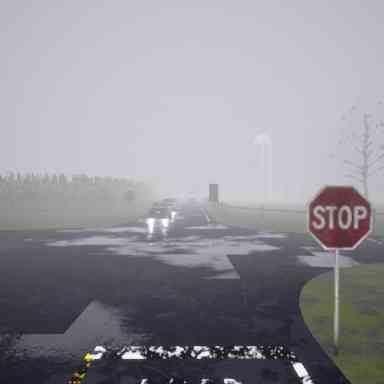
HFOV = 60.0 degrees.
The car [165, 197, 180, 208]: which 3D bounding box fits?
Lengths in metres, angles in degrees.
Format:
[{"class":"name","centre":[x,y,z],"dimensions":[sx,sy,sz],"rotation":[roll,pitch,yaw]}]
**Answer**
[{"class":"car","centre":[-2.905,1.572,50.961],"dimensions":[2.033,1.411,5.357],"rotation":[0,0,0]}]

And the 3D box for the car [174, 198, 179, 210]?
[{"class":"car","centre":[-2.906,1.539,40.462],"dimensions":[1.812,1.442,4.674],"rotation":[0,0,0]}]

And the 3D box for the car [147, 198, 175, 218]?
[{"class":"car","centre":[-2.884,1.570,30.493],"dimensions":[1.994,1.385,4.181],"rotation":[0,0,0]}]

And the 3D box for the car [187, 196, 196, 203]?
[{"class":"car","centre":[-0.118,1.580,71.613],"dimensions":[1.812,1.442,4.674],"rotation":[0,0,0]}]

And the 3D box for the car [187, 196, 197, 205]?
[{"class":"car","centre":[0.003,1.586,61.164],"dimensions":[2.033,1.411,5.357],"rotation":[0,0,0]}]
